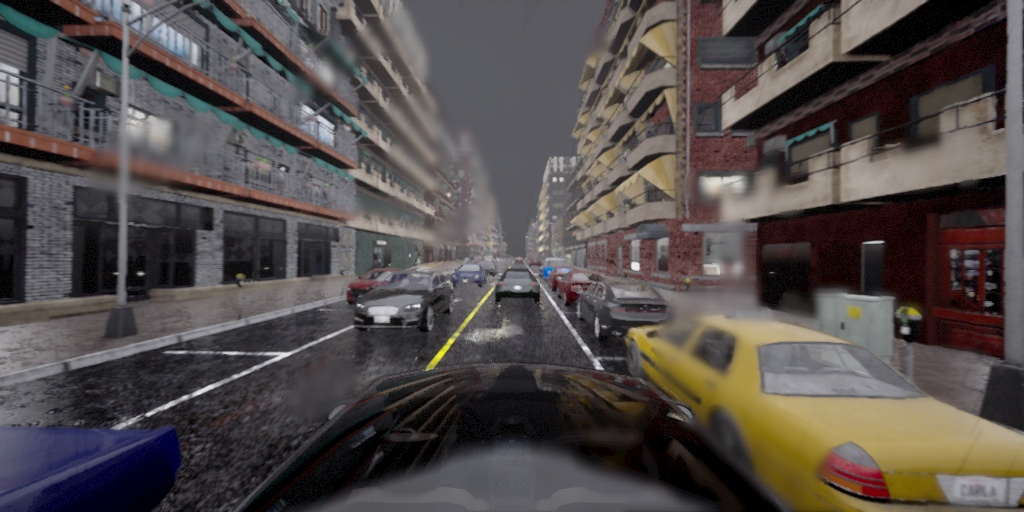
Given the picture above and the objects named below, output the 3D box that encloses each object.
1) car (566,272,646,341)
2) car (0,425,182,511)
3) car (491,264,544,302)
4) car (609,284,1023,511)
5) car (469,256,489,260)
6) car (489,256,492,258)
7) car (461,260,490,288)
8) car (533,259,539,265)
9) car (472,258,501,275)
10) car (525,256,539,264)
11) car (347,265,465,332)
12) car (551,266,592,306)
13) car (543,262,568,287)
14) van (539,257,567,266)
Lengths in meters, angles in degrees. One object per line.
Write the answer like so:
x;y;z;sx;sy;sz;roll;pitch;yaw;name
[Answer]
2.812;1.300;9.619;2.007;1.370;4.403;0;0;1;car
-3.166;1.330;0.111;1.895;1.301;4.718;0;0;1;car
0.269;1.271;16.833;1.994;1.385;4.181;0;0;1;car
2.707;1.290;4.354;1.751;1.417;4.829;0;0;1;car
-4.771;0.899;49.413;2.192;1.841;5.009;0;0;1;car
-4.657;1.124;55.073;2.007;1.370;4.403;0;0;1;car
-2.682;1.191;23.145;1.812;1.442;4.674;0;0;1;car
3.267;1.242;32.263;2.007;1.370;4.403;0;0;1;car
-2.388;1.195;33.900;1.837;1.490;4.892;0;0;1;car
3.835;0.948;60.567;2.192;1.841;5.009;0;0;1;car
-2.951;1.190;10.726;2.128;1.511;4.902;0;0;1;car
2.926;1.279;15.280;1.888;1.381;4.507;0;0;1;car
3.040;1.264;20.940;1.888;1.381;4.507;0;0;1;car
3.153;1.045;26.602;1.690;1.789;3.998;0;0;1;van
